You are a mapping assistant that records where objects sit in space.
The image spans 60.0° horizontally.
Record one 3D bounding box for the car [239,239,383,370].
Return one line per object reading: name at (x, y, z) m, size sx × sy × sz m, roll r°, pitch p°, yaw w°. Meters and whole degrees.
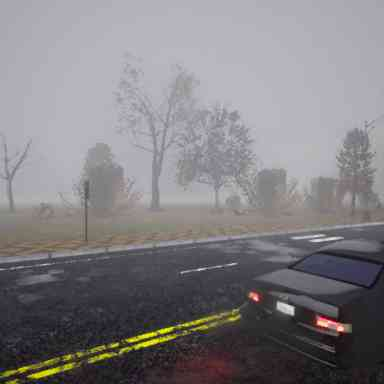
car at (3.292, 1.546, 5.659) m, size 5.357 × 1.411 × 2.033 m, roll 0°, pitch 0°, yaw -33°
